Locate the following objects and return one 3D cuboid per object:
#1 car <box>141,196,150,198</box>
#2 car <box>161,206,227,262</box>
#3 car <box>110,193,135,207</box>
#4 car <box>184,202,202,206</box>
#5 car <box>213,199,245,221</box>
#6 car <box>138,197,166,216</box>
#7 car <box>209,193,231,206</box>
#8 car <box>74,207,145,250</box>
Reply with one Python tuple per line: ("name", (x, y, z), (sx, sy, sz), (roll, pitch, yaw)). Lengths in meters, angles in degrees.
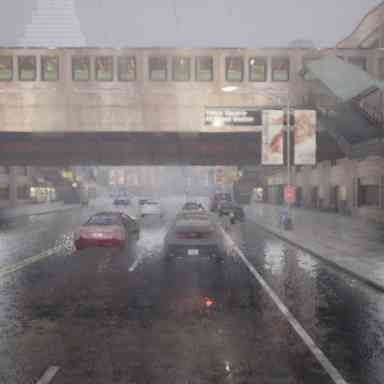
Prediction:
("car", (-6.964, 1.372, 50.480), (1.882, 1.535, 5.008), (0, 0, 0))
("car", (0.057, 1.480, 12.022), (1.837, 1.490, 4.892), (0, 0, 0))
("car", (-10.464, 1.372, 50.477), (1.882, 1.535, 5.008), (0, 0, 0))
("car", (0.077, 1.495, 25.112), (2.033, 1.411, 5.357), (0, 0, 1))
("car", (3.219, 1.533, 29.433), (1.895, 1.301, 4.718), (0, 0, 0))
("car", (-3.352, 1.463, 29.788), (1.812, 1.442, 4.674), (0, 0, 1))
("car", (3.172, 1.152, 36.829), (2.435, 2.045, 5.566), (0, 0, 0))
("car", (-3.430, 1.534, 14.141), (1.994, 1.385, 4.181), (0, 0, 0))
